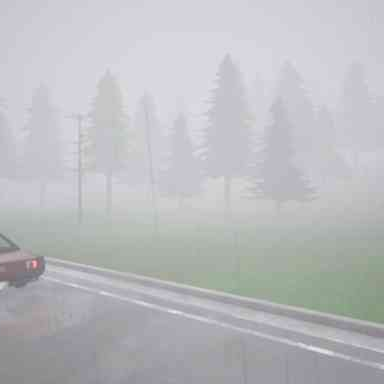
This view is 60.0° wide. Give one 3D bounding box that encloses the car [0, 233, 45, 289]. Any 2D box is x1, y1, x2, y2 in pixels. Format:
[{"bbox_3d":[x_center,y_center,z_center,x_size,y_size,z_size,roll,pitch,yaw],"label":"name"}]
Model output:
[{"bbox_3d":[-5.667,1.609,8.017,4.718,1.301,1.895,0,0,35],"label":"car"}]
